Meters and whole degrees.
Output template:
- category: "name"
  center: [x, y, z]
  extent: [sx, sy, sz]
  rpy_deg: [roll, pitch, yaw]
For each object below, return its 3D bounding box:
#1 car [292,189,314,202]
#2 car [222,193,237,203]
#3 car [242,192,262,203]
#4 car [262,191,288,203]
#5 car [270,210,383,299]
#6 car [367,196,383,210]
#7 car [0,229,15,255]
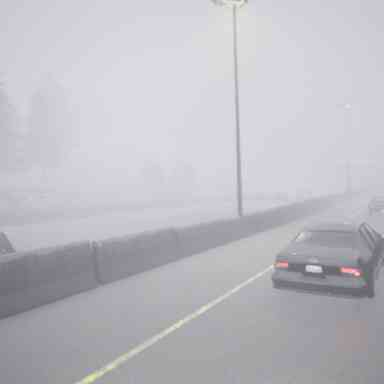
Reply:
- category: "car"
  center: [15.225, 0.418, 45.549]
  extent: [2.097, 1.767, 4.553]
  rpy_deg: [-2, 1, 33]
- category: "car"
  center: [6.421, 0.918, 51.252]
  extent: [1.882, 1.535, 5.008]
  rpy_deg: [-2, 1, 33]
- category: "car"
  center: [9.350, 0.743, 49.343]
  extent: [2.033, 1.411, 5.357]
  rpy_deg: [-2, 1, 33]
- category: "car"
  center: [12.281, 0.611, 47.435]
  extent: [2.128, 1.511, 4.902]
  rpy_deg: [-2, 1, 33]
- category: "car"
  center: [3.601, 1.400, 8.212]
  extent: [2.033, 1.411, 5.357]
  rpy_deg: [-2, 0, 33]
- category: "car"
  center: [14.094, 0.935, 24.349]
  extent: [1.895, 1.301, 4.718]
  rpy_deg: [-2, 1, 33]
- category: "car"
  center: [-7.998, 1.661, 10.006]
  extent: [2.097, 1.767, 4.553]
  rpy_deg: [-2, 0, 33]
